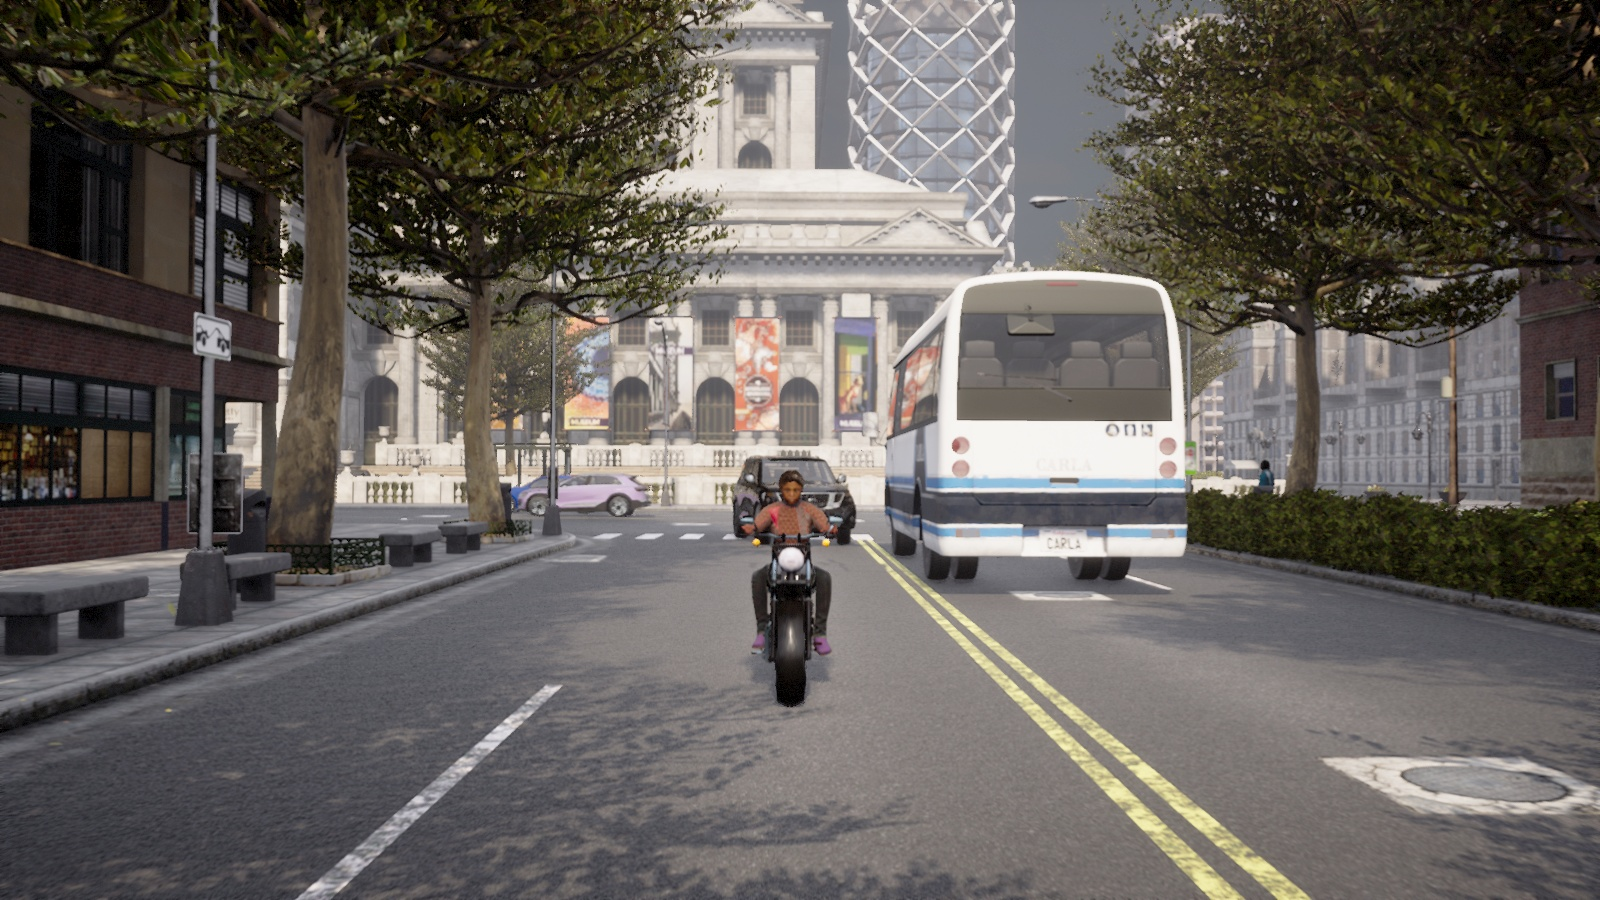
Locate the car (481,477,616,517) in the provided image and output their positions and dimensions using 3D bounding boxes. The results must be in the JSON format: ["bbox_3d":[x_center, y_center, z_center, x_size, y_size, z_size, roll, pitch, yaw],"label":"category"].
[{"bbox_3d":[-9.933,1.843,49.870,5.008,1.535,1.882,0,-1,0],"label":"car"}]

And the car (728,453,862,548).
[{"bbox_3d":[-0.261,1.145,30.011,2.150,2.045,5.566,0,-1,-11],"label":"car"}]

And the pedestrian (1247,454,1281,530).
[{"bbox_3d":[11.932,1.078,32.307,0.692,1.930,0.396,0,-1,-7],"label":"pedestrian"}]

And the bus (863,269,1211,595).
[{"bbox_3d":[3.354,-0.136,21.564,3.944,4.253,10.273,0,-1,0],"label":"bus"}]

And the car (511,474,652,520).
[{"bbox_3d":[-8.007,1.717,46.374,4.856,1.649,2.033,0,-1,0],"label":"car"}]

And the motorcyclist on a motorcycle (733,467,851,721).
[{"bbox_3d":[-0.061,0.960,9.390,0.766,1.649,2.350,0,-1,0],"label":"motorcyclist on a motorcycle"}]
